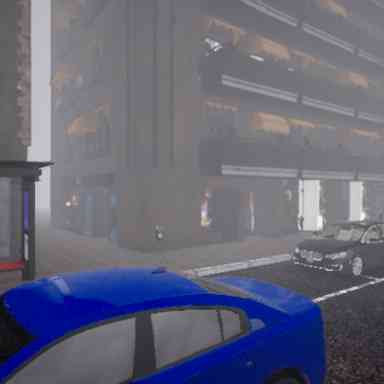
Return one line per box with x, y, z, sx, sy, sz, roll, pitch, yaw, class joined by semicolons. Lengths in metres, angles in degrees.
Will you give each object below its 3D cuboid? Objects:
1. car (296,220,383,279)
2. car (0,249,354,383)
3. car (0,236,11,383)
4.883;1.558;10.000;4.403;1.369;2.008;0;0;-35;car
-0.973;1.478;2.683;5.008;1.535;1.882;0;0;-35;car
-4.340;1.439;3.478;4.097;1.590;1.967;0;0;-35;car
